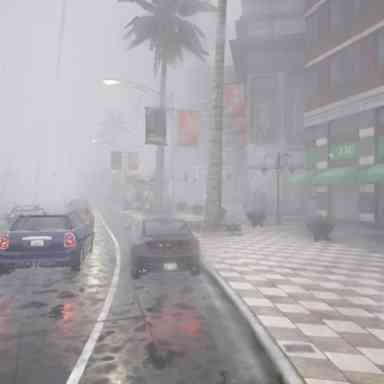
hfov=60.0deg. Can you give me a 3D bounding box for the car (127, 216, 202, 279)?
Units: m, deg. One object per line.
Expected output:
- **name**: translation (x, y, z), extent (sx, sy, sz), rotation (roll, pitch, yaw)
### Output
- **car**: translation (-0.964, 1.501, 10.195), extent (1.837, 1.490, 4.892), rotation (0, 0, -11)

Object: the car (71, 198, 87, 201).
- **car**: translation (-9.750, 1.337, 28.776), extent (2.097, 1.767, 4.553), rotation (0, 0, -18)

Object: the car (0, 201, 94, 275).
- **car**: translation (-4.431, 1.346, 10.741), extent (2.097, 1.767, 4.553), rotation (0, 0, -11)

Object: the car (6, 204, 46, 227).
- **car**: translation (-11.681, 1.584, 23.716), extent (1.895, 1.301, 4.718), rotation (0, 0, -18)

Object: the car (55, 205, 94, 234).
- **car**: translation (-6.919, 1.553, 20.018), extent (1.994, 1.385, 4.181), rotation (0, 0, -16)
